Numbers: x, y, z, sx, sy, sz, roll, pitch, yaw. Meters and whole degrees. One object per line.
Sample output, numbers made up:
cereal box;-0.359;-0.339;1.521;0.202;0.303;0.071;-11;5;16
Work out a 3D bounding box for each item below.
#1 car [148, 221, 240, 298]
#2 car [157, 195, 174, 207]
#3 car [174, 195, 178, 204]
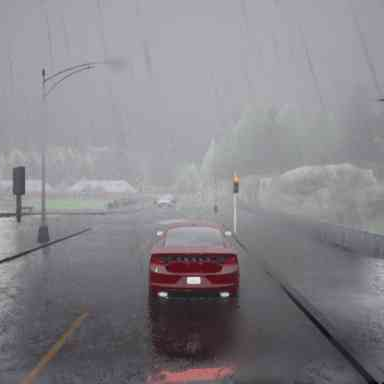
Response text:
car;0.053;1.475;8.591;1.882;1.535;5.008;0;0;0
car;-4.132;1.508;50.822;1.812;1.442;4.674;0;0;0
car;-4.110;1.504;62.176;1.812;1.442;4.674;0;0;0
